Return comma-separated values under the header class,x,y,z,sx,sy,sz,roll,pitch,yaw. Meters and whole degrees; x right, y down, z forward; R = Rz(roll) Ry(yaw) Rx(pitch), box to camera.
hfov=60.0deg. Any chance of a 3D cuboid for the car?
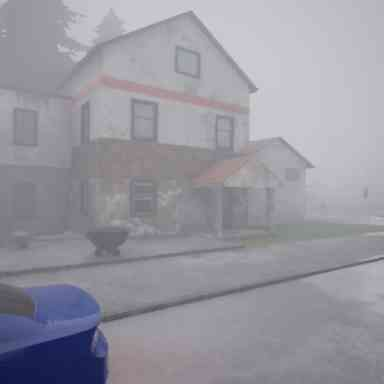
class,x,y,z,sx,sy,sz,roll,pitch,yaw
car,-3.134,1.462,2.358,5.008,1.535,1.882,1,0,-36
